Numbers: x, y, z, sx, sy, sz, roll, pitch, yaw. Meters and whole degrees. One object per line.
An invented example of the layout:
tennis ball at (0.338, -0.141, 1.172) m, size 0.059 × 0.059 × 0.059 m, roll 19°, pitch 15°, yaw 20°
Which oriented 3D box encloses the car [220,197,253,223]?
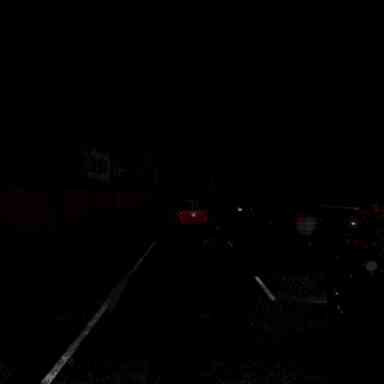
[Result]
car at (3.603, 1.449, 27.678) m, size 2.150 × 2.045 × 5.566 m, roll 0°, pitch -1°, yaw 0°

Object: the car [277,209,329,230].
car at (7.102, 1.784, 22.267) m, size 1.895 × 1.301 × 4.718 m, roll 0°, pitch 0°, yaw 0°

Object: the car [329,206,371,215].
car at (10.603, 1.799, 24.067) m, size 1.895 × 1.301 × 4.718 m, roll 0°, pitch 0°, yaw 0°

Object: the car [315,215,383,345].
car at (3.601, 1.390, 4.501) m, size 2.097 × 1.767 × 4.553 m, roll 0°, pitch 0°, yaw 0°

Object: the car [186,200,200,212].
car at (0.103, 1.862, 46.723) m, size 1.882 × 1.535 × 5.008 m, roll 0°, pitch -1°, yaw 0°

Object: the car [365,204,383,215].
car at (14.102, 1.689, 25.651) m, size 1.882 × 1.535 × 5.008 m, roll 0°, pitch 0°, yaw 0°

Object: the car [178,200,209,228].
car at (0.102, 1.550, 23.961) m, size 2.097 × 1.767 × 4.553 m, roll 0°, pitch 0°, yaw 0°
